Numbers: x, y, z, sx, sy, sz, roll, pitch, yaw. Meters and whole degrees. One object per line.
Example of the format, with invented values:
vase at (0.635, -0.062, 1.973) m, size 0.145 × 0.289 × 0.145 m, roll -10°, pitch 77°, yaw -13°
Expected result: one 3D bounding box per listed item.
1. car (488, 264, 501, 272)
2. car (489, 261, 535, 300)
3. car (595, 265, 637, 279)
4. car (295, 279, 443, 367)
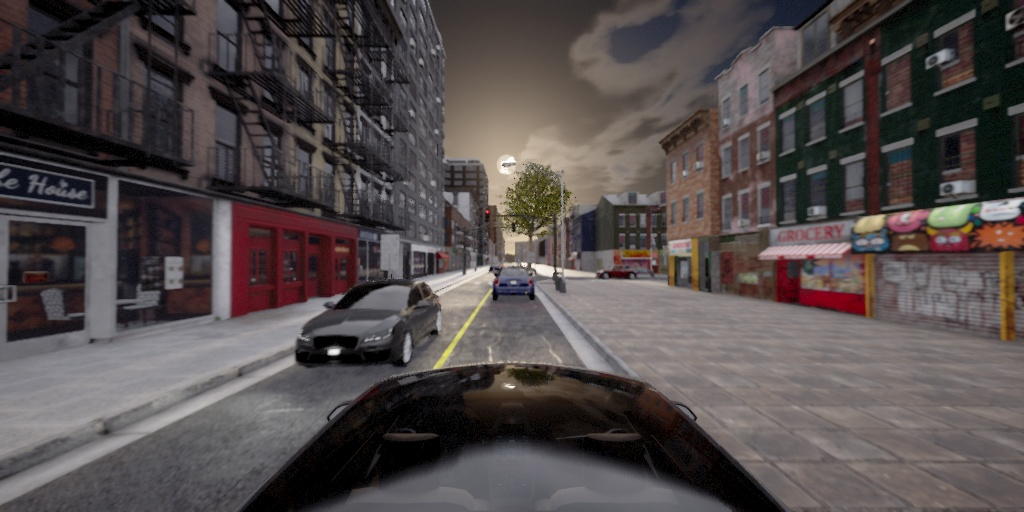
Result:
car at (-2.784, 1.961, 58.867) m, size 1.895 × 1.301 × 4.718 m, roll 0°, pitch -1°, yaw 1°
car at (0.077, 1.283, 19.036) m, size 2.097 × 1.767 × 4.553 m, roll 0°, pitch -1°, yaw 0°
car at (10.929, 1.644, 37.935) m, size 4.097 × 1.591 × 1.967 m, roll 0°, pitch 0°, yaw 0°
car at (-2.844, 1.323, 8.184) m, size 1.837 × 1.490 × 4.892 m, roll 0°, pitch -1°, yaw 0°
